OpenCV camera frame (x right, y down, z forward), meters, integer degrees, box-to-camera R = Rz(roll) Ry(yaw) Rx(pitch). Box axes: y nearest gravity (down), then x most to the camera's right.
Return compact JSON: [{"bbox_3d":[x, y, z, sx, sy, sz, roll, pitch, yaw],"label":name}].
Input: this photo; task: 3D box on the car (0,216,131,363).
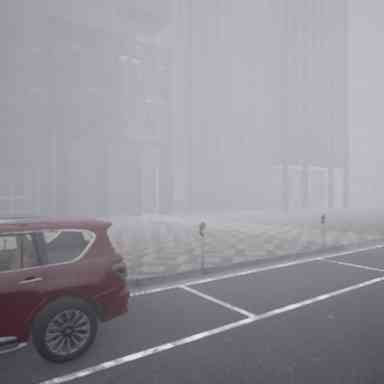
[{"bbox_3d":[-3.256,1.315,4.331,5.009,1.841,2.192,0,0,-36],"label":"car"}]
